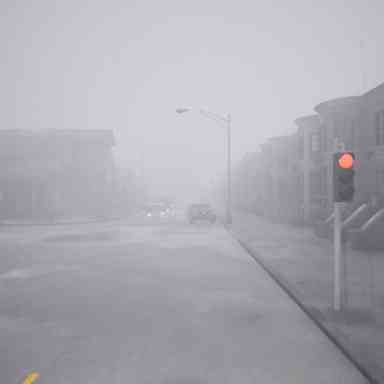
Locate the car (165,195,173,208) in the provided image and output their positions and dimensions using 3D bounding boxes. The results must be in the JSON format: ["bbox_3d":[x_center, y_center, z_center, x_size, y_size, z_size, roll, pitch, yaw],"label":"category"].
[{"bbox_3d":[-4.160,1.505,48.619,1.837,1.490,4.892,0,0,0],"label":"car"}]

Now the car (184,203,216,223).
[{"bbox_3d":[0.537,1.547,25.721,2.033,1.411,5.357,0,0,-7],"label":"car"}]

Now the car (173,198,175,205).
[{"bbox_3d":[-4.143,1.352,58.411,2.097,1.767,4.553,0,0,0],"label":"car"}]

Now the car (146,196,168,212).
[{"bbox_3d":[-4.158,1.526,39.433,1.812,1.442,4.674,0,0,-1],"label":"car"}]
